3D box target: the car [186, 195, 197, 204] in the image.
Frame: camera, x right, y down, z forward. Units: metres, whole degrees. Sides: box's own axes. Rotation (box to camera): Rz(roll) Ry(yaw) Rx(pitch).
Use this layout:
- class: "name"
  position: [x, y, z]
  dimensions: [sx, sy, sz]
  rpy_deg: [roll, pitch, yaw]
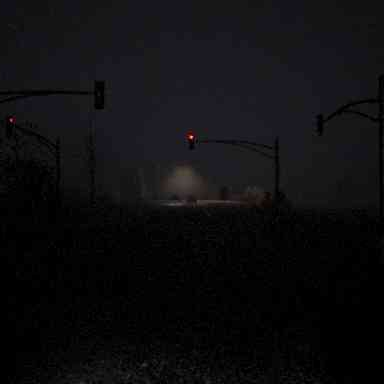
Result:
- class: "car"
  position: [-0.075, 1.533, 67.965]
  dimensions: [2.097, 1.767, 4.553]
  rpy_deg: [0, 0, 0]

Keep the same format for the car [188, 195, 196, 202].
- class: "car"
  position: [-0.087, 1.551, 78.001]
  dimensions: [1.837, 1.490, 4.892]
  rpy_deg: [0, 0, 0]

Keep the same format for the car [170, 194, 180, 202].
- class: "car"
  position: [-3.580, 1.311, 72.167]
  dimensions: [1.837, 1.490, 4.892]
  rpy_deg: [0, 0, 0]
